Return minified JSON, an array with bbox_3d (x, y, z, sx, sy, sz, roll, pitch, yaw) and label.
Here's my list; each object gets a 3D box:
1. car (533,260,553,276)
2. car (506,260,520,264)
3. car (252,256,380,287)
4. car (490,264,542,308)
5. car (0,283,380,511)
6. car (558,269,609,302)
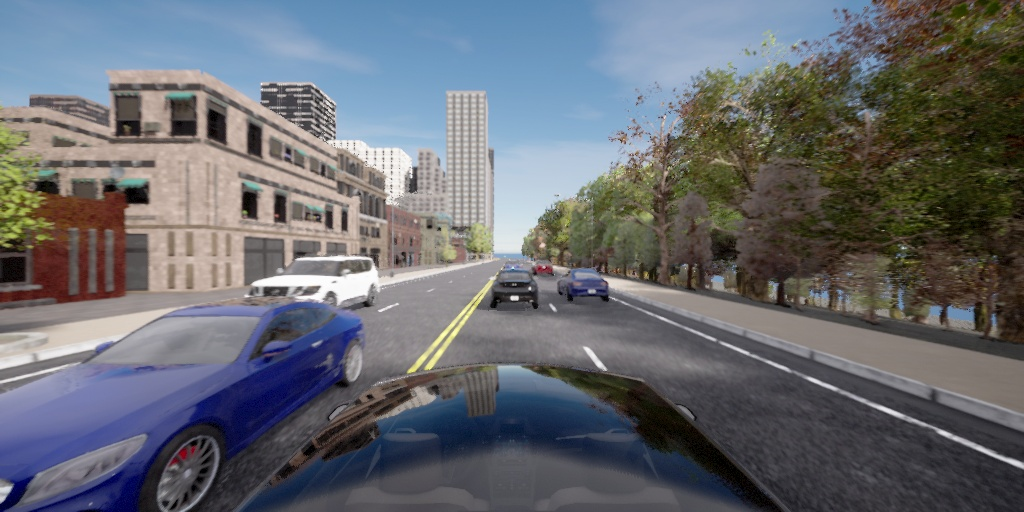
[{"bbox_3d":[3.340,1.212,39.730,2.097,1.767,4.553,0,0,0],"label":"car"},{"bbox_3d":[0.091,1.207,37.954,2.097,1.767,4.553,0,0,0],"label":"car"},{"bbox_3d":[-6.558,1.006,12.653,2.150,2.045,5.566,0,0,1],"label":"car"},{"bbox_3d":[0.097,1.296,15.574,1.837,1.490,4.892,0,0,0],"label":"car"},{"bbox_3d":[-3.341,1.284,4.286,1.812,1.442,4.674,0,0,0],"label":"car"},{"bbox_3d":[3.347,1.322,17.300,1.812,1.442,4.674,0,0,0],"label":"car"}]
